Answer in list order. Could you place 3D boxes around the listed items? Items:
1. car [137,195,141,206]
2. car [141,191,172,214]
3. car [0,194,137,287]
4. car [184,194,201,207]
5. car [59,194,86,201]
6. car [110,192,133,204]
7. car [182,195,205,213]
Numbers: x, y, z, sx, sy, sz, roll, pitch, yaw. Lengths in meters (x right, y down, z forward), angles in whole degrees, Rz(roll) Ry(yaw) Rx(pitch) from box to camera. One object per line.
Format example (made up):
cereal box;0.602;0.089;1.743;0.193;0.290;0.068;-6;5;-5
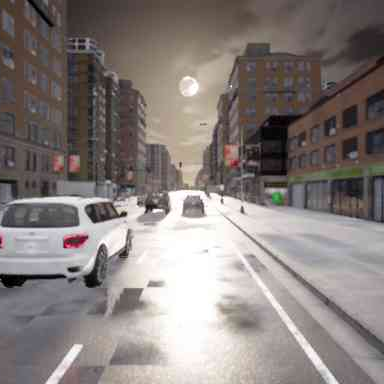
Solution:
car;-6.486;1.134;46.023;1.837;1.490;4.892;0;1;0
car;-3.140;0.926;31.537;2.150;2.045;5.566;0;0;0
car;-3.147;1.134;9.220;2.150;2.045;5.566;0;0;0
car;0.070;1.094;42.719;2.128;1.511;4.902;0;1;0
car;-22.130;1.022;61.494;4.313;1.339;1.947;0;0;0
car;-9.736;0.752;46.022;2.128;1.511;4.902;0;1;0
car;0.112;1.049;32.404;2.097;1.767;4.553;0;1;0
